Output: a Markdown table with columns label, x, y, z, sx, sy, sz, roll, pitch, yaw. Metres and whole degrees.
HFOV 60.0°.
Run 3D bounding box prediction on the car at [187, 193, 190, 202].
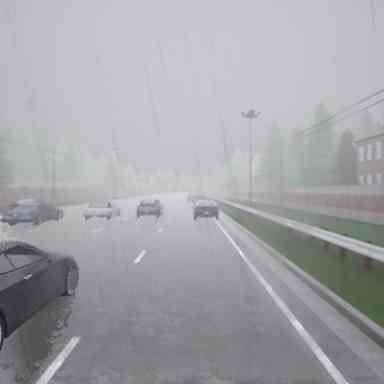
| label | x | y | z | sx | sy | sz | roll | pitch | yaw |
| --- | --- | --- | --- | --- | --- | --- | --- | --- | --- |
| car | 0.024 | 1.115 | 61.755 | 2.128 | 1.511 | 4.902 | 0 | 0 | 0 |

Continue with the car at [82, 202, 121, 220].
| label | x | y | z | sx | sy | sz | roll | pitch | yaw |
| --- | --- | --- | --- | --- | --- | --- | --- | --- | --- |
| car | -6.891 | 1.442 | 25.959 | 1.895 | 1.301 | 4.718 | 0 | 0 | 0 |

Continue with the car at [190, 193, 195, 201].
| label | x | y | z | sx | sy | sz | roll | pitch | yaw |
| --- | --- | --- | --- | --- | --- | --- | --- | --- | --- |
| car | 1.064 | 1.095 | 42.050 | 2.097 | 1.767 | 4.553 | 0 | 0 | 0 |

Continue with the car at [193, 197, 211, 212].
| label | x | y | z | sx | sy | sz | roll | pitch | yaw |
| --- | --- | --- | --- | --- | --- | --- | --- | --- | --- |
| car | 1.063 | 1.306 | 36.081 | 1.812 | 1.442 | 4.674 | 0 | 0 | 0 |

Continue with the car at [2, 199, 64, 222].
| label | x | y | z | sx | sy | sz | roll | pitch | yaw |
| --- | --- | --- | --- | --- | --- | --- | --- | --- | --- |
| car | -10.391 | 1.411 | 22.154 | 2.033 | 1.411 | 5.357 | 0 | 0 | 0 |

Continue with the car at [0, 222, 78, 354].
| label | x | y | z | sx | sy | sz | roll | pitch | yaw |
| --- | --- | --- | --- | --- | --- | --- | --- | --- | --- |
| car | -3.410 | 1.492 | 5.432 | 1.812 | 1.442 | 4.674 | 0 | 0 | 0 |

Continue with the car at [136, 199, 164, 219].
| label | x | y | z | sx | sy | sz | roll | pitch | yaw |
| --- | --- | --- | --- | --- | --- | --- | --- | --- | --- |
| car | -3.391 | 1.323 | 27.499 | 2.128 | 1.511 | 4.902 | 0 | 0 | 0 |

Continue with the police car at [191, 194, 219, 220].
| label | x | y | z | sx | sy | sz | roll | pitch | yaw |
| --- | --- | --- | --- | --- | --- | --- | --- | --- | --- |
| police car | 1.059 | 1.265 | 26.190 | 1.930 | 1.638 | 5.238 | 0 | 0 | 0 |

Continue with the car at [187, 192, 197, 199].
| label | x | y | z | sx | sy | sz | roll | pitch | yaw |
| --- | --- | --- | --- | --- | --- | --- | --- | --- | --- |
| car | 0.029 | 0.872 | 76.754 | 2.128 | 1.511 | 4.902 | 0 | 0 | 0 |
